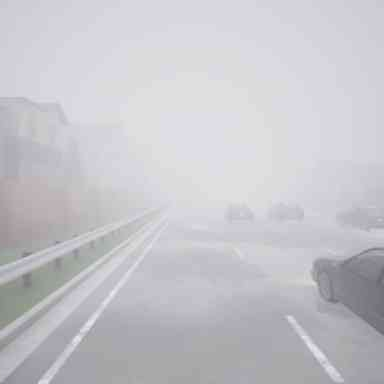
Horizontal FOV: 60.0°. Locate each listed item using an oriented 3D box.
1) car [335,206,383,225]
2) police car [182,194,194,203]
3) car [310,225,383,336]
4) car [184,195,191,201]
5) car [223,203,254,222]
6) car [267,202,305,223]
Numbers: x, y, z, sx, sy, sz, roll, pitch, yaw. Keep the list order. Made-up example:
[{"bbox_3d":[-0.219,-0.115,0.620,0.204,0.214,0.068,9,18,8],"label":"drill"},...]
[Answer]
[{"bbox_3d":[10.601,1.550,20.126,2.033,1.411,5.357,0,0,0],"label":"car"},{"bbox_3d":[-1.048,1.435,72.224,1.930,1.638,5.238,0,0,0],"label":"police car"},{"bbox_3d":[3.600,1.548,5.128,2.033,1.411,5.357,0,0,0],"label":"car"},{"bbox_3d":[-1.047,1.537,82.114,1.812,1.442,4.674,0,0,0],"label":"car"},{"bbox_3d":[3.601,1.567,26.245,1.994,1.385,4.181,0,0,0],"label":"car"},{"bbox_3d":[7.101,1.495,25.559,2.128,1.511,4.902,0,0,0],"label":"car"}]
